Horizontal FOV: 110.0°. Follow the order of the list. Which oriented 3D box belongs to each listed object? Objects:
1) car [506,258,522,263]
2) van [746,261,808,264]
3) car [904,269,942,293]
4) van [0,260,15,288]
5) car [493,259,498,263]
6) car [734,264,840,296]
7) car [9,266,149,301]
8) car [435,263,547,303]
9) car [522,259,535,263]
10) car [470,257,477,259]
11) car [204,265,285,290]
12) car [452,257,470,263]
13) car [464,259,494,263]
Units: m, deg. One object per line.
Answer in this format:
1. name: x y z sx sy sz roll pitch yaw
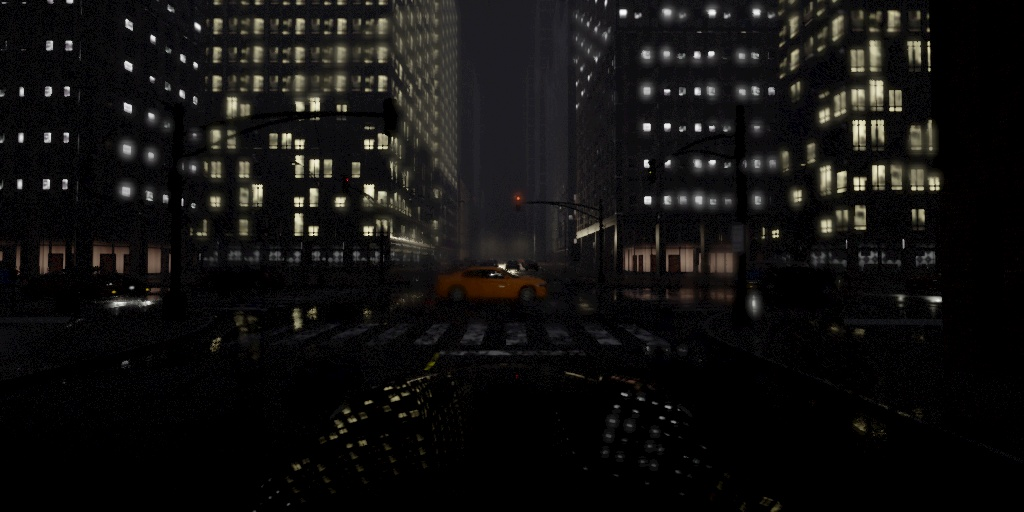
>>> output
1. car: 0.094 1.332 52.170 1.994 1.385 4.181 0 0 0
2. van: 15.980 1.210 22.033 3.998 1.789 1.690 0 0 0
3. car: 24.352 1.313 19.436 5.008 1.535 1.882 0 -1 0
4. van: -33.439 1.132 22.141 3.998 1.789 1.690 0 0 0
5. car: -3.102 1.366 44.372 1.895 1.301 4.718 0 0 0
6. car: 14.872 1.321 19.461 4.892 1.490 1.837 0 -1 0
7. car: -19.310 1.261 16.337 4.181 1.385 1.994 0 -1 0
8. car: -0.921 1.233 16.268 5.008 1.535 1.882 0 0 0
9. car: 2.688 1.349 48.755 1.802 1.307 4.207 0 0 0
10. car: -5.693 1.081 48.692 2.192 1.841 5.009 0 0 0
11. car: -16.494 1.255 22.105 4.097 1.591 1.967 0 0 0
12. car: -5.692 1.202 37.542 1.967 1.591 4.097 0 0 0
13. car: -3.104 1.309 34.462 2.033 1.411 5.357 0 0 0
